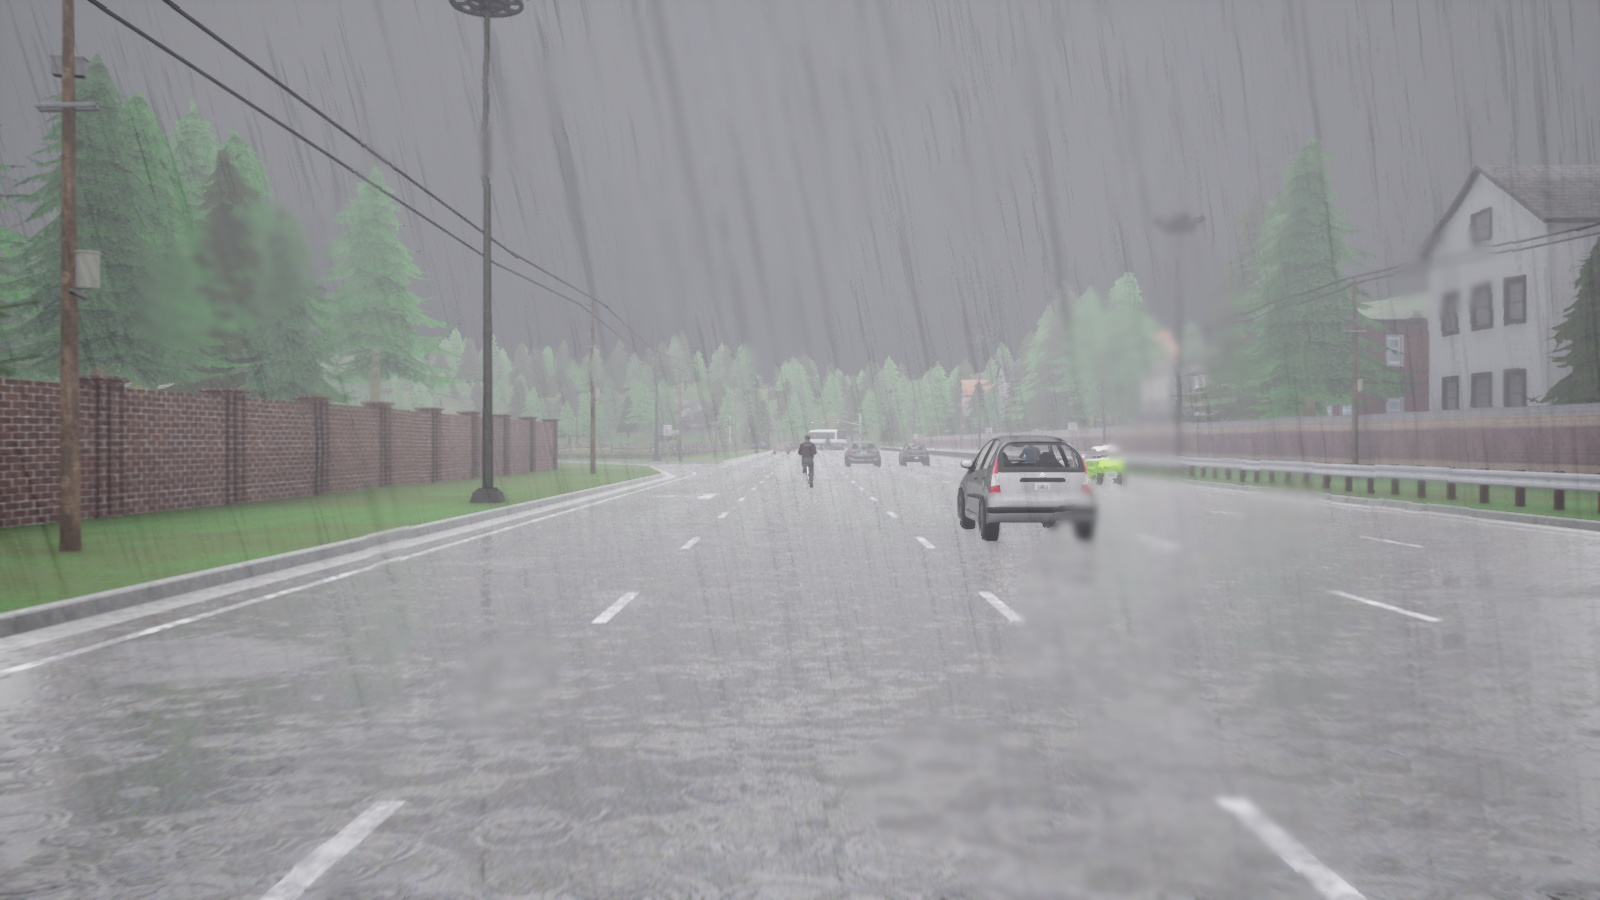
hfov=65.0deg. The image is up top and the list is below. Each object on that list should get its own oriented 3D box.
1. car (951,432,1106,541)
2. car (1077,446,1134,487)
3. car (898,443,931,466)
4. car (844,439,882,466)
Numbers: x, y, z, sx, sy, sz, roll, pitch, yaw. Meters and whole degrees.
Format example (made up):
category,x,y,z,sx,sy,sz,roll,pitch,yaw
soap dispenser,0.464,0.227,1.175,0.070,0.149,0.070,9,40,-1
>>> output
category,x,y,z,sx,sy,sz,roll,pitch,yaw
car,3.634,0.531,20.658,1.851,1.617,3.988,0,0,0
car,10.769,0.560,44.322,1.481,1.376,2.207,0,1,0
car,7.487,0.300,82.677,1.816,1.474,4.193,0,0,0
car,3.973,0.143,80.149,2.242,1.667,4.611,0,1,0
